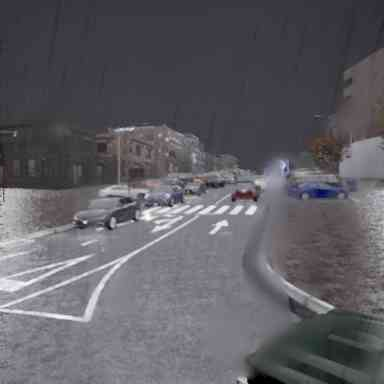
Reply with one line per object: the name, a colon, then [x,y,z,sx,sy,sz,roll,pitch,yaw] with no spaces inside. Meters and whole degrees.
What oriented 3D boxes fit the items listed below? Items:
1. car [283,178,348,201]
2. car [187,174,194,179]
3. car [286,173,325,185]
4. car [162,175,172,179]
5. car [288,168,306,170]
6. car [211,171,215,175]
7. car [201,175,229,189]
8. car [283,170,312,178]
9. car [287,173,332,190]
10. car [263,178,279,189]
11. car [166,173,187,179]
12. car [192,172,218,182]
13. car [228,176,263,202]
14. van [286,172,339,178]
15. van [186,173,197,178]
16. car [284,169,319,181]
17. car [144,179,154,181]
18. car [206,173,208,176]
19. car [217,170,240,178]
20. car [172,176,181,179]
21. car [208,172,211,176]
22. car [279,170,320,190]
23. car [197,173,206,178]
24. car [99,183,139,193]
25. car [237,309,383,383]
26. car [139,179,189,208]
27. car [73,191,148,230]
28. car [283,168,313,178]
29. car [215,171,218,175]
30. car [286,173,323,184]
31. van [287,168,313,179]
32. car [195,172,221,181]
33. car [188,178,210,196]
car: [10.585,-0.136,28.082,5.008,1.535,2.097,-1,5,-4]
car: [-2.640,-1.218,44.985,5.008,1.535,2.097,-3,4,-5]
car: [16.409,-1.891,48.195,4.892,1.521,2.231,-1,5,-4]
car: [-4.782,-0.608,36.425,4.553,1.767,2.185,-3,5,-6]
car: [18.042,-2.647,53.962,5.566,2.045,2.435,-1,5,-5]
car: [1.013,-2.440,59.160,5.008,1.535,2.097,-3,4,-5]
car: [3.008,-1.085,43.308,1.895,1.301,4.718,0,5,21]
car: [21.678,-3.643,68.412,5.366,1.575,1.946,-1,5,-5]
car: [13.892,-1.263,39.553,4.553,1.767,2.185,-1,5,-4]
car: [8.847,-0.862,37.911,4.674,1.442,1.812,0,5,21]
car: [-3.333,-1.099,42.124,4.553,1.767,2.185,-3,5,-6]
car: [2.504,-2.927,64.813,4.892,1.521,2.231,-3,5,-5]
car: [4.707,-0.204,28.769,2.097,1.767,4.553,0,5,15]
van: [11.537,-0.613,30.941,4.442,1.987,1.878,-1,5,-4]
van: [-2.031,-1.682,47.795,4.442,1.987,1.878,-3,5,-5]
car: [19.607,-3.150,59.752,5.566,2.045,2.435,-1,5,-5]
car: [-5.501,-0.209,33.593,4.792,1.488,2.163,-3,4,-6]
car: [-0.455,-1.951,53.494,5.008,1.535,2.097,-3,4,-5]
car: [5.794,-2.097,52.000,2.097,1.767,4.553,0,5,14]
car: [-4.113,-0.696,39.282,4.792,1.488,2.163,-3,5,-6]
car: [0.316,-2.167,56.329,4.792,1.488,2.163,-2,4,-5]
car: [12.226,-0.887,33.792,5.566,2.045,2.435,-1,5,-4]
car: [-0.992,-1.718,50.676,5.366,1.575,1.946,-3,4,-5]
car: [-6.251,0.049,30.739,4.674,1.452,2.002,-3,4,-6]
car: [2.550,1.591,1.855,1.895,1.301,4.718,0,0,-43]
car: [-2.091,0.157,26.222,2.097,1.767,4.553,0,5,15]
car: [-4.298,0.994,17.598,1.837,1.490,4.892,0,4,15]
car: [22.652,-4.133,71.298,5.566,2.045,2.435,-1,4,-5]
car: [1.762,-2.683,61.987,4.892,1.521,2.231,-3,5,-5]
car: [17.240,-2.115,51.090,4.792,1.488,2.163,-1,5,-4]
van: [21.216,-3.625,65.537,4.442,1.987,1.878,-1,4,-5]
car: [3.244,-3.172,67.645,5.008,1.535,2.097,-3,5,-5]
car: [0.187,-0.363,34.681,1.994,1.385,4.181,0,5,16]
